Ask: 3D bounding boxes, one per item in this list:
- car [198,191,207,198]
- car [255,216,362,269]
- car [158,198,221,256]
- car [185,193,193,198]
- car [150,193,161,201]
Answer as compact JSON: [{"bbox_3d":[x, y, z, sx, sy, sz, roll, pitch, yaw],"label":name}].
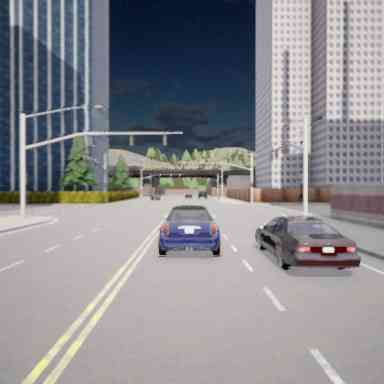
[{"bbox_3d":[2.678,0.700,84.875,2.150,2.045,5.566,0,0,-1],"label":"car"},{"bbox_3d":[3.414,1.483,10.853,2.033,1.411,5.357,0,0,0],"label":"car"},{"bbox_3d":[-0.084,1.274,12.877,2.097,1.767,4.553,0,0,0],"label":"car"},{"bbox_3d":[-0.822,0.999,84.813,1.812,1.442,4.674,0,0,-1],"label":"car"},{"bbox_3d":[-7.679,1.085,70.047,1.837,1.490,4.892,0,0,-1],"label":"car"}]
